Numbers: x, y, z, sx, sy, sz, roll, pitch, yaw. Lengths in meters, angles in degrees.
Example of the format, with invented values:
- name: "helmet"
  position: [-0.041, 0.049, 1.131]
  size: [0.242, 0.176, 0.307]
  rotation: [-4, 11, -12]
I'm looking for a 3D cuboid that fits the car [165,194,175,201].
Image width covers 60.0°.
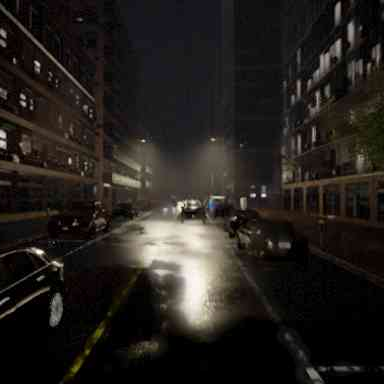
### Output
- name: "car"
  position: [-5.690, 1.352, 85.827]
  size: [2.192, 1.841, 5.009]
  rotation: [1, 0, 0]

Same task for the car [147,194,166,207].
- name: "car"
  position: [-5.682, 1.340, 51.641]
  size: [2.192, 1.841, 5.009]
  rotation: [1, 0, 0]

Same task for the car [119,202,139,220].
- name: "car"
  position: [-5.682, 1.582, 28.850]
  size: [1.947, 1.339, 4.313]
  rotation: [1, 0, 0]

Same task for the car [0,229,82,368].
- name: "car"
  position: [-3.102, 1.508, 4.008]
  size: [1.837, 1.490, 4.892]
  rotation: [0, 0, 0]

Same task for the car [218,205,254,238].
- name: "car"
  position: [2.668, 1.577, 17.331]
  size: [1.947, 1.339, 4.313]
  rotation: [1, 0, 0]

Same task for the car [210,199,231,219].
- name: "car"
  position: [2.666, 1.561, 28.726]
  size: [1.887, 1.381, 4.507]
  rotation: [1, 0, 0]

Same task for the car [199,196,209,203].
- name: "car"
  position: [2.654, 1.584, 74.309]
  size: [2.008, 1.369, 4.403]
  rotation: [1, 0, 0]

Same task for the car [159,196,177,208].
- name: "car"
  position: [-3.094, 1.587, 47.232]
  size: [1.994, 1.385, 4.181]
  rotation: [0, 0, 0]

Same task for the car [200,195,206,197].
- name: "car"
  position: [2.662, 1.465, 51.518]
  size: [1.967, 1.590, 4.097]
  rotation: [1, 0, 0]

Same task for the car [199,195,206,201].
- name: "car"
  position: [2.652, 1.563, 85.874]
  size: [1.752, 1.417, 4.829]
  rotation: [1, 0, 0]

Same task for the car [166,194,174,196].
- name: "car"
  position: [-5.690, 1.473, 74.432]
  size: [1.967, 1.590, 4.097]
  rotation: [1, 0, 0]

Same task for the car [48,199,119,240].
- name: "car"
  position: [-5.674, 1.326, 17.454]
  size: [2.192, 1.841, 5.009]
  rotation: [1, 0, 0]

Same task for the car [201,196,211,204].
- name: "car"
  position: [2.658, 1.554, 63.083]
  size: [1.752, 1.417, 4.829]
  rotation: [1, 0, 0]

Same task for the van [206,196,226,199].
- name: "van"
  position: [2.668, 1.359, 34.424]
  size: [1.690, 1.788, 3.998]
  rotation: [1, 0, 0]

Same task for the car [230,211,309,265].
- name: "car"
  position: [2.669, 1.574, 11.633]
  size: [1.947, 1.339, 4.313]
  rotation: [1, 0, 0]

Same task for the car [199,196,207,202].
- name: "car"
  position: [2.653, 1.580, 80.006]
  size: [1.887, 1.381, 4.507]
  rotation: [1, 0, 0]

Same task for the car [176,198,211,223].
- name: "car"
  position: [0.093, 1.506, 25.623]
  size: [2.128, 1.511, 4.902]
  rotation: [0, 0, 0]

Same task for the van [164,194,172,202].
- name: "van"
  position: [-5.690, 1.376, 80.130]
  size: [1.690, 1.788, 3.998]
  rotation: [1, 0, 0]
